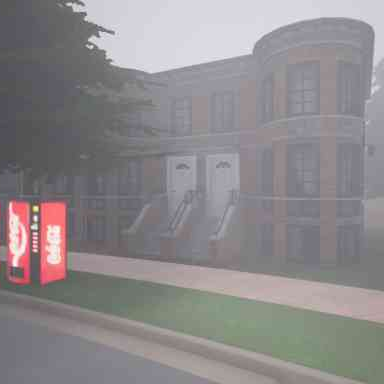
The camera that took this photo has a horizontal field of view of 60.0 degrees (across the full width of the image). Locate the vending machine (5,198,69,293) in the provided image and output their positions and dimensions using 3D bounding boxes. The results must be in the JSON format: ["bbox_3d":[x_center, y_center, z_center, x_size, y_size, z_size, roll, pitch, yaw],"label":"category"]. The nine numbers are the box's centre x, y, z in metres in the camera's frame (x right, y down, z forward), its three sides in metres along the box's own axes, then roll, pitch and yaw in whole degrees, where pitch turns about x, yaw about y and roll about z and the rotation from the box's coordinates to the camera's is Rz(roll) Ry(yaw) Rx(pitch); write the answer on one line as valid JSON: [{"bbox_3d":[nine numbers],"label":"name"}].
[{"bbox_3d":[-3.740,1.195,8.069,0.880,2.100,1.100,0,0,26],"label":"vending machine"}]
